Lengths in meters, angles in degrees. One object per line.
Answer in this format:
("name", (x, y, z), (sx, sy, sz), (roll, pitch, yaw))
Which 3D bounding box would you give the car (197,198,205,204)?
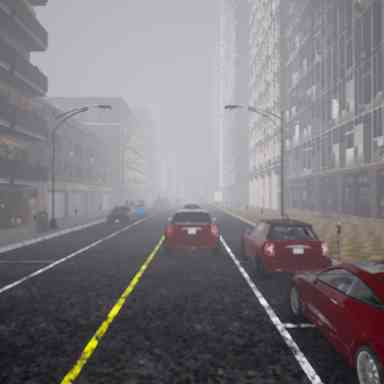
("car", (2.402, 2.360, 88.961), (1.882, 1.535, 5.008), (0, -1, 0))

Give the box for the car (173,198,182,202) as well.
("car", (-2.967, 2.056, 71.801), (2.097, 1.767, 4.553), (0, -1, 0))

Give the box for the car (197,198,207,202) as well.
("car", (2.726, 2.298, 78.324), (1.752, 1.417, 4.829), (0, -1, 0))

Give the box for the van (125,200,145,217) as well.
("van", (-5.675, 1.659, 32.974), (1.690, 1.788, 3.998), (0, -1, 0))

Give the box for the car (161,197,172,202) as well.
("car", (-5.660, 1.970, 66.863), (2.192, 1.841, 5.009), (0, -1, 0))

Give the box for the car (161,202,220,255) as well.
("car", (0.008, 1.486, 14.077), (2.097, 1.767, 4.553), (0, -1, 0))

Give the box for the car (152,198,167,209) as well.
("car", (-5.665, 2.121, 55.564), (1.802, 1.307, 4.206), (0, -1, 0))

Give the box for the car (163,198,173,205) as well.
("car", (-5.654, 2.211, 78.159), (1.967, 1.590, 4.097), (0, -1, 0))

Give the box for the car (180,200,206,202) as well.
("car", (0.021, 1.762, 29.483), (1.882, 1.535, 5.008), (0, 0, 0))

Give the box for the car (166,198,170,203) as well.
("car", (-5.662, 2.179, 61.212), (1.802, 1.307, 4.206), (0, -1, 0))

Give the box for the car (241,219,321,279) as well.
("car", (2.694, 1.541, 10.375), (1.967, 1.590, 4.097), (0, -1, 0))

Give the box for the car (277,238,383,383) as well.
("car", (2.691, 1.628, 4.726), (1.802, 1.307, 4.206), (0, -1, 0))

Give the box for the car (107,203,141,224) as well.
("car", (-5.678, 1.829, 27.323), (1.947, 1.339, 4.313), (0, -1, 0))
